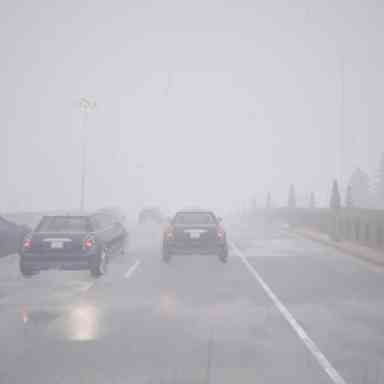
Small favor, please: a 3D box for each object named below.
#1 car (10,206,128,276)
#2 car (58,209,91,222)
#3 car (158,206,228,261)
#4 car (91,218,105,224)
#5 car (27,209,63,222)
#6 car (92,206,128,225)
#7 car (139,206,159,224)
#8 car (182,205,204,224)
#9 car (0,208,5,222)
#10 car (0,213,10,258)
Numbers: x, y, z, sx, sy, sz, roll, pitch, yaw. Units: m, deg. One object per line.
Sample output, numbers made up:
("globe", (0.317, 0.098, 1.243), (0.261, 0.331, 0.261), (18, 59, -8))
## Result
("car", (-3.405, 1.362, 10.508), (2.097, 1.767, 4.553), (0, 0, 0))
("car", (-14.106, 2.895, 40.215), (2.128, 1.511, 4.902), (0, -6, 0))
("car", (0.094, 1.365, 12.429), (2.097, 1.767, 4.553), (0, 0, 0))
("car", (-21.032, 6.521, 74.611), (1.895, 1.301, 4.718), (0, -6, 0))
("car", (-17.604, 2.894, 40.205), (2.128, 1.511, 4.902), (0, -6, 0))
("car", (-6.913, 1.973, 28.634), (1.837, 1.490, 4.892), (0, -3, 0))
("car", (-3.413, 1.973, 28.641), (1.837, 1.490, 4.892), (0, -3, 0))
("car", (0.087, 2.060, 30.439), (1.882, 1.535, 5.008), (0, -4, 0))
("car", (-21.106, 2.289, 33.340), (1.837, 1.490, 4.892), (0, -4, 0))
("car", (-6.905, 1.362, 10.569), (2.097, 1.767, 4.553), (0, 0, 0))
